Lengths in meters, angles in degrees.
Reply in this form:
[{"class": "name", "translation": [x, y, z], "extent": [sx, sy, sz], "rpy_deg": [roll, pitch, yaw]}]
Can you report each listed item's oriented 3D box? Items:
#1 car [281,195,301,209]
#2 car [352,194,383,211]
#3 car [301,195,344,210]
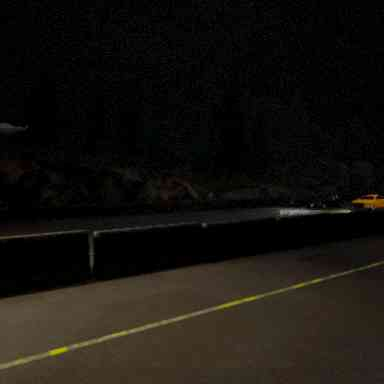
[{"class": "car", "translation": [12.346, 1.132, 38.584], "extent": [4.674, 1.442, 1.812], "rpy_deg": [-1, 1, -35]}, {"class": "car", "translation": [18.443, 1.037, 34.330], "extent": [5.008, 1.535, 1.882], "rpy_deg": [-1, 1, -35]}, {"class": "car", "translation": [14.364, 1.098, 35.724], "extent": [4.902, 1.511, 2.128], "rpy_deg": [-1, 1, -35]}]
